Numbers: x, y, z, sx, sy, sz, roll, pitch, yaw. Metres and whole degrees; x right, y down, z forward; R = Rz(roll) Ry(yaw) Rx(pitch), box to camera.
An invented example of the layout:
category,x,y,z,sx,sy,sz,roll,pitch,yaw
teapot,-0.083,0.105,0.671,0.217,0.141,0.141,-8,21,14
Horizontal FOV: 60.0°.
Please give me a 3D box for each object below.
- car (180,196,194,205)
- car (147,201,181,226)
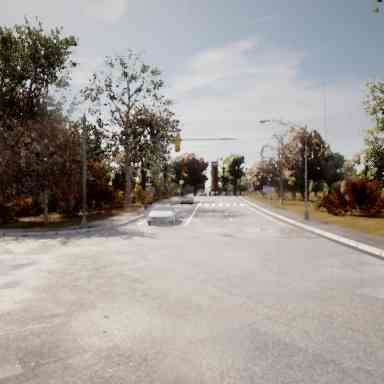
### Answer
category,x,y,z,sx,sy,sz,roll,pitch,yaw
car,-0.717,1.292,50.296,1.895,1.301,4.718,0,1,3
car,-2.131,1.661,24.782,1.812,1.442,4.674,0,0,3
